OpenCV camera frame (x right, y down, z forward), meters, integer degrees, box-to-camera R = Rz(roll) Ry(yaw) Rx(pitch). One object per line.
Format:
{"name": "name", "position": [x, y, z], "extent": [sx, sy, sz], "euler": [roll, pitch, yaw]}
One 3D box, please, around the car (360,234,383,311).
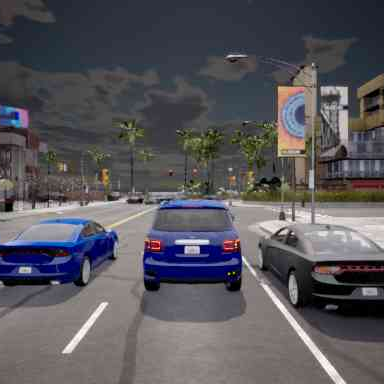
{"name": "car", "position": [3.039, 1.354, 1.486], "extent": [2.185, 1.767, 4.553], "euler": [0, 0, 0]}

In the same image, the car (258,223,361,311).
{"name": "car", "position": [2.891, 1.480, 7.911], "extent": [2.097, 1.535, 5.008], "euler": [0, 0, 0]}

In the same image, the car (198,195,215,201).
{"name": "car", "position": [3.829, 1.524, 86.419], "extent": [1.812, 1.442, 4.674], "euler": [0, 0, 43]}

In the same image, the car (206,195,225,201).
{"name": "car", "position": [5.938, 1.540, 83.578], "extent": [2.033, 1.411, 5.357], "euler": [0, 0, 43]}

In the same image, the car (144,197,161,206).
{"name": "car", "position": [-6.683, 1.564, 56.770], "extent": [1.994, 1.385, 4.181], "euler": [0, 0, 6]}

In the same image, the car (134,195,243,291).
{"name": "car", "position": [0.038, 1.221, 9.152], "extent": [2.150, 2.045, 5.566], "euler": [0, 0, 1]}

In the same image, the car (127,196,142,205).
{"name": "car", "position": [-9.994, 1.478, 58.849], "extent": [1.882, 1.535, 5.008], "euler": [0, 0, 7]}

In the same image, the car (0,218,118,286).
{"name": "car", "position": [-3.455, 1.478, 9.404], "extent": [1.882, 1.535, 5.008], "euler": [0, 0, 0]}

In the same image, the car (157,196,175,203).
{"name": "car", "position": [-5.659, 1.595, 73.432], "extent": [1.895, 1.301, 4.718], "euler": [0, 0, 26]}
